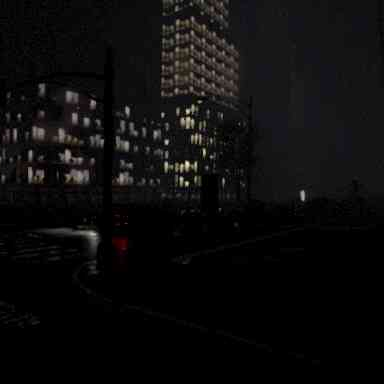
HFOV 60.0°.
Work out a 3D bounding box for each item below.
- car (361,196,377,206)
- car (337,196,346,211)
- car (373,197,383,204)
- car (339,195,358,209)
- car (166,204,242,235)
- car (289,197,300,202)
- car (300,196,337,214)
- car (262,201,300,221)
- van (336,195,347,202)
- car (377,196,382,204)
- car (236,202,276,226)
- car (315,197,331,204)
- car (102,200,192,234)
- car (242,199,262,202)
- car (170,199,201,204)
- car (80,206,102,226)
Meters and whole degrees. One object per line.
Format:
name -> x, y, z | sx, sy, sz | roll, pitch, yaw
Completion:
car -> 34.437, 1.878, 65.189 | 1.752, 1.417, 4.829 | 1, 0, 37
car -> 17.868, 1.657, 42.714 | 1.967, 1.590, 4.097 | 1, 0, 37
car -> 44.242, 1.986, 78.438 | 2.008, 1.369, 4.403 | 1, 0, 37
car -> 24.430, 1.710, 51.666 | 1.967, 1.590, 4.097 | 1, 0, 37
car -> 0.827, 1.631, 19.560 | 2.008, 1.369, 4.403 | 1, 0, 37
car -> 17.592, 1.613, 56.513 | 1.752, 1.417, 4.829 | 1, 0, 37
car -> 14.594, 1.506, 38.231 | 2.192, 1.841, 5.009 | 1, 0, 37
car -> 7.348, 1.715, 28.372 | 1.802, 1.307, 4.206 | 1, 0, 37
van -> 37.510, 1.595, 83.421 | 1.690, 1.788, 3.998 | 1, 0, 37
car -> 40.944, 1.723, 73.975 | 2.192, 1.841, 5.009 | 1, 0, 37
car -> 4.088, 1.672, 23.967 | 1.947, 1.339, 4.313 | 1, 0, 37
car -> 27.600, 1.737, 70.035 | 1.947, 1.339, 4.313 | 1, 0, 37
car -> -2.487, 1.505, 19.647 | 2.128, 1.511, 4.902 | 2, 1, 37
car -> 6.592, 1.529, 37.270 | 2.128, 1.511, 4.902 | 2, 1, 37
car -> 0.655, 1.481, 29.263 | 2.128, 1.511, 4.902 | 2, 1, 37
car -> -4.928, 1.449, 21.726 | 1.837, 1.490, 4.892 | 2, 1, 36
